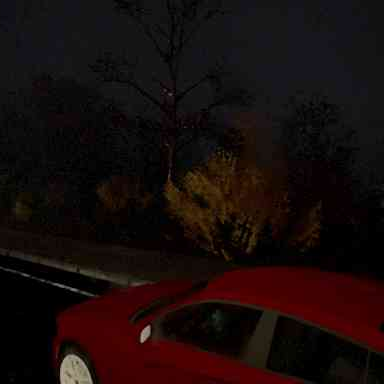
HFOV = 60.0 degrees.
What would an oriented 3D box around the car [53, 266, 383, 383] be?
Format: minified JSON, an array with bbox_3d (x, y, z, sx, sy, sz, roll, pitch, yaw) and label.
[{"bbox_3d":[0.693,1.478,3.079,5.008,1.535,1.882,0,0,36],"label":"car"}]
